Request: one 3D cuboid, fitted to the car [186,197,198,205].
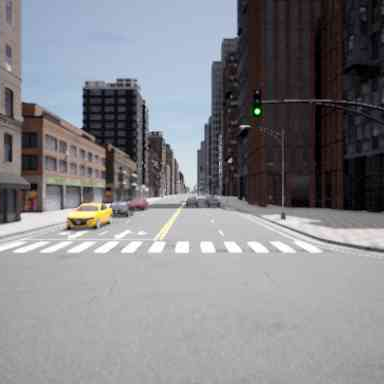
[{"bbox_3d":[0.006,1.596,61.772,1.994,1.385,4.181,0,0,0],"label":"car"}]

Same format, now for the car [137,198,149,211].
[{"bbox_3d":[-6.559,1.506,41.498,1.882,1.535,5.008,0,0,0],"label":"car"}]

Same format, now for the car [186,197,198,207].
[{"bbox_3d":[0.028,1.523,51.459,2.128,1.511,4.902,0,0,0],"label":"car"}]

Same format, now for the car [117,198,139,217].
[{"bbox_3d":[-6.580,1.586,31.077,1.994,1.385,4.181,0,0,1],"label":"car"}]

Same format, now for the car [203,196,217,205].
[{"bbox_3d":[3.255,1.523,61.032,2.128,1.511,4.902,0,0,0],"label":"car"}]

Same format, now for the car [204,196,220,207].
[{"bbox_3d":[3.255,1.523,50.612,2.128,1.511,4.902,0,0,0],"label":"car"}]

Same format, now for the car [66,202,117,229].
[{"bbox_3d":[-6.595,1.494,21.827,1.882,1.535,5.008,0,0,0],"label":"car"}]
